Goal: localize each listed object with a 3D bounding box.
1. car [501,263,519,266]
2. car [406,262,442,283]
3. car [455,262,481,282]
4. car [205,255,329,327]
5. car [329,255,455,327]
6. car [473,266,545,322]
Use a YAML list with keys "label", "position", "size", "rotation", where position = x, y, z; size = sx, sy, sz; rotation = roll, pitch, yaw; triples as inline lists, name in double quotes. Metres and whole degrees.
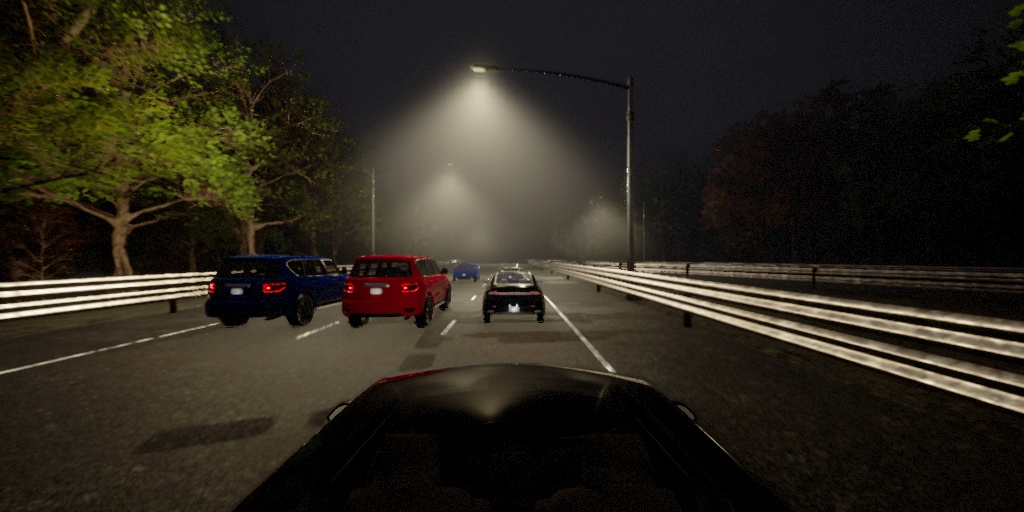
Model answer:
- label: "car"
  position: [-0.163, 1.290, 28.112]
  size: [2.128, 1.511, 4.902]
  rotation: [0, 0, -1]
- label: "car"
  position: [-7.193, 1.284, 29.766]
  size: [1.882, 1.535, 5.008]
  rotation: [0, 0, -1]
- label: "car"
  position: [-3.693, 1.282, 29.746]
  size: [1.882, 1.535, 5.008]
  rotation: [0, 0, -1]
- label: "car"
  position: [-6.950, 0.989, 11.714]
  size: [2.150, 2.045, 5.566]
  rotation: [0, 0, 0]
- label: "car"
  position: [-3.451, 0.987, 11.743]
  size: [2.150, 2.045, 5.566]
  rotation: [0, 0, 0]
- label: "car"
  position: [0.043, 1.257, 12.295]
  size: [2.128, 1.511, 4.902]
  rotation: [0, 0, 0]
